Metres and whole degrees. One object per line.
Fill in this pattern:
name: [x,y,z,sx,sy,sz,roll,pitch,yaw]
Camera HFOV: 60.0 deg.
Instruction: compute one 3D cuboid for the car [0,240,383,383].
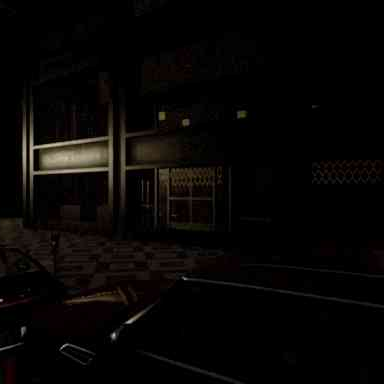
car: [0.760,1.315,2.415,5.009,1.841,2.192,0,0,34]
